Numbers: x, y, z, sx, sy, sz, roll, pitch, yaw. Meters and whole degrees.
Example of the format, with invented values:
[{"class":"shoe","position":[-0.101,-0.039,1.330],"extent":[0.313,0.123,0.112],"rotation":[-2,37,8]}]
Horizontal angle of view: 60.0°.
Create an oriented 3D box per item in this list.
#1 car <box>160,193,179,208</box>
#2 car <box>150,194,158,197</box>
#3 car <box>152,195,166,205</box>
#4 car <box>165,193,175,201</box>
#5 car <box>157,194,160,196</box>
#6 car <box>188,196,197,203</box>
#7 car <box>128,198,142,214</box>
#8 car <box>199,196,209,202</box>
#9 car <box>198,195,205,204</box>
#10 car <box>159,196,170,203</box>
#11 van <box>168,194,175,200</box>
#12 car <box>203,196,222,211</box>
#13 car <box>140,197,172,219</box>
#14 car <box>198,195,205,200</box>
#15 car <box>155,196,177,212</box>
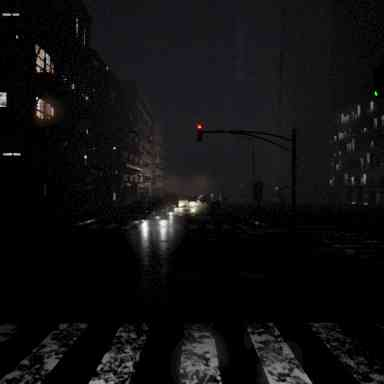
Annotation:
[{"class":"car","position":[-3.078,1.218,49.456],"extent":[2.150,2.045,5.566],"rotation":[0,0,0]},{"class":"car","position":[-5.692,1.436,41.034],"extent":[1.967,1.590,4.097],"rotation":[-1,0,0]},{"class":"car","position":[-5.688,1.439,57.981],"extent":[1.967,1.590,4.097],"rotation":[-1,0,0]},{"class":"car","position":[-5.683,1.322,86.226],"extent":[2.192,1.841,5.009],"rotation":[-1,0,0]},{"class":"car","position":[-5.691,1.312,52.333],"extent":[2.192,1.841,5.009],"rotation":[-1,0,0]},{"class":"car","position":[0.120,1.549,69.808],"extent":[2.033,1.411,5.357],"rotation":[0,0,0]},{"class":"car","position":[-5.692,1.540,35.385],"extent":[1.887,1.381,4.507],"rotation":[-1,0,0]},{"class":"car","position":[2.665,1.548,74.984],"extent":[1.887,1.381,4.507],"rotation":[-1,0,0]},{"class":"car","position":[2.662,1.551,63.685],"extent":[2.008,1.369,4.403],"rotation":[-1,0,0]},{"class":"car","position":[-5.684,1.583,69.279],"extent":[1.802,1.307,4.206],"rotation":[-1,0,0]},{"class":"van","position":[-5.681,1.350,91.874],"extent":[1.690,1.788,3.998],"rotation":[-1,0,0]},{"class":"car","position":[2.656,1.540,41.090],"extent":[1.887,1.381,4.507],"rotation":[-1,0,0]},{"class":"car","position":[-3.092,1.500,29.354],"extent":[1.837,1.490,4.892],"rotation":[0,0,0]},{"class":"car","position":[2.668,1.534,92.101],"extent":[1.752,1.417,4.829],"rotation":[-1,0,0]},{"class":"car","position":[-3.086,1.521,39.109],"extent":[1.812,1.442,4.674],"rotation":[0,0,0]}]
